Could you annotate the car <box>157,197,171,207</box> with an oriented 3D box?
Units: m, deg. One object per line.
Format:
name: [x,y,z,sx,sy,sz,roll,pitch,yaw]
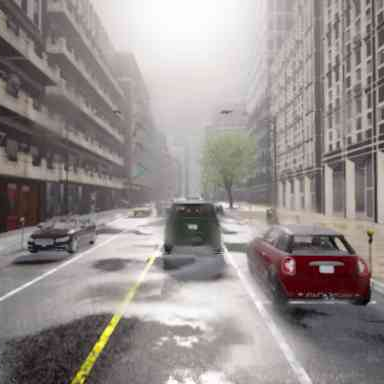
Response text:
car: [-5.459,1.929,64.875,2.192,1.841,5.009,1,-1,0]

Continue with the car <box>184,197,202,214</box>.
car: [0.088,1.628,43.347,2.150,2.045,5.566,0,0,0]

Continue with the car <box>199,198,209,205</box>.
car: [2.683,2.166,76.115,1.967,1.590,4.097,1,-1,0]

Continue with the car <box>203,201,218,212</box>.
car: [2.562,1.993,47.853,1.887,1.381,4.507,1,-1,0]

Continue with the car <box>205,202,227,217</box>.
car: [2.564,1.892,36.551,2.008,1.369,4.403,1,-1,0]

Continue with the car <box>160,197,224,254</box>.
car: [0.013,1.354,14.357,2.150,2.045,5.566,0,-1,0]

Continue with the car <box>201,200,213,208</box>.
car: [2.626,2.140,59.157,1.802,1.307,4.206,1,-1,0]

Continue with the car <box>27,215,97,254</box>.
car: [-5.283,1.681,14.056,2.008,1.369,4.403,1,-1,0]

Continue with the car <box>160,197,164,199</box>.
car: [-5.460,2.124,59.226,1.947,1.339,4.313,1,-1,0]

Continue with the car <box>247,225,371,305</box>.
car: [2.574,1.517,8.291,1.967,1.590,4.097,1,-1,0]

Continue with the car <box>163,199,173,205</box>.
car: [-5.465,2.292,76.165,1.947,1.339,4.313,1,-1,0]

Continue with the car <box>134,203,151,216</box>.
car: [-5.283,1.865,36.472,1.752,1.417,4.829,1,-1,0]

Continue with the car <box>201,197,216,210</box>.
car: [2.597,1.818,53.507,2.192,1.841,5.009,1,-1,0]

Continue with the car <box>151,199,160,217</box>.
car: [-2.774,1.827,35.904,2.128,1.511,4.902,0,-1,0]

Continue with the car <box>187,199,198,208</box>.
car: [0.083,2.085,61.514,1.837,1.490,4.892,0,-1,0]

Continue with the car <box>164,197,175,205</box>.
car: [-5.464,2.098,81.814,2.192,1.841,5.009,1,-1,0]
